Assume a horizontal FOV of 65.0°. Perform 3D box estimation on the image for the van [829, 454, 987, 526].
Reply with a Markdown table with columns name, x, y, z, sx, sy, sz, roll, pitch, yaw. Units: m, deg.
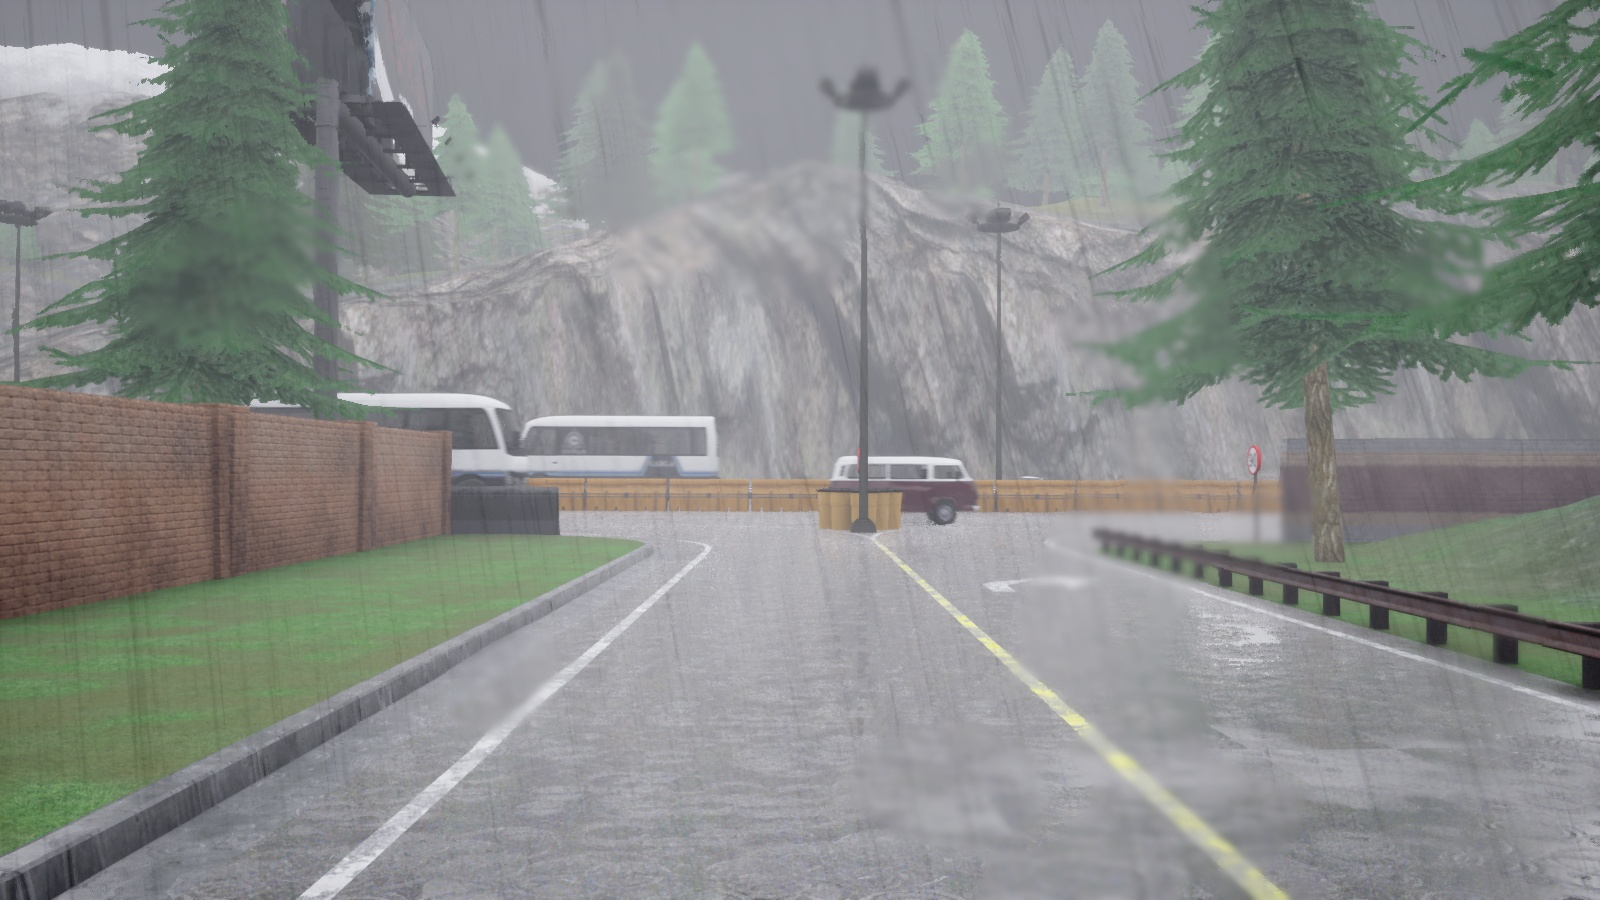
| name | x | y | z | sx | sy | sz | roll | pitch | yaw |
| --- | --- | --- | --- | --- | --- | --- | --- | --- | --- |
| van | 3.146 | 1.173 | 37.390 | 4.480 | 2.038 | 2.069 | 0 | -1 | -1 |

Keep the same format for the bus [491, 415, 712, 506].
| name | x | y | z | sx | sy | sz | roll | pitch | yaw |
| --- | --- | --- | --- | --- | --- | --- | --- | --- | --- |
| bus | -9.587 | 0.529 | 61.693 | 10.273 | 4.253 | 3.944 | 0 | -1 | -1 |

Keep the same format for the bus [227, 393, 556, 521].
| name | x | y | z | sx | sy | sz | roll | pitch | yaw |
| --- | --- | --- | --- | --- | --- | --- | --- | --- | --- |
| bus | -14.084 | 0.253 | 44.116 | 10.273 | 4.253 | 3.944 | 0 | -1 | -1 |
